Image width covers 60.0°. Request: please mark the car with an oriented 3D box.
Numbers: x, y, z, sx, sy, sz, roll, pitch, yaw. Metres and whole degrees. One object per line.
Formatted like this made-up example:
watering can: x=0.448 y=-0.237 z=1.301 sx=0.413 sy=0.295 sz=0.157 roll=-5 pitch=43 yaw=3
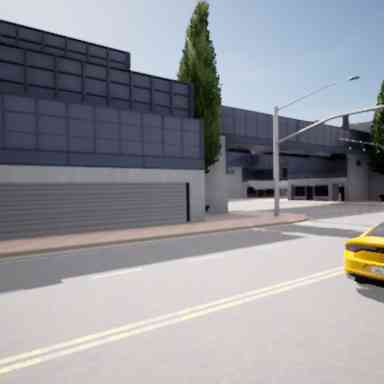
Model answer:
car: x=5.590 y=1.301 z=7.814 sx=5.008 sy=1.535 sz=1.882 roll=-1 pitch=1 yaw=-35
